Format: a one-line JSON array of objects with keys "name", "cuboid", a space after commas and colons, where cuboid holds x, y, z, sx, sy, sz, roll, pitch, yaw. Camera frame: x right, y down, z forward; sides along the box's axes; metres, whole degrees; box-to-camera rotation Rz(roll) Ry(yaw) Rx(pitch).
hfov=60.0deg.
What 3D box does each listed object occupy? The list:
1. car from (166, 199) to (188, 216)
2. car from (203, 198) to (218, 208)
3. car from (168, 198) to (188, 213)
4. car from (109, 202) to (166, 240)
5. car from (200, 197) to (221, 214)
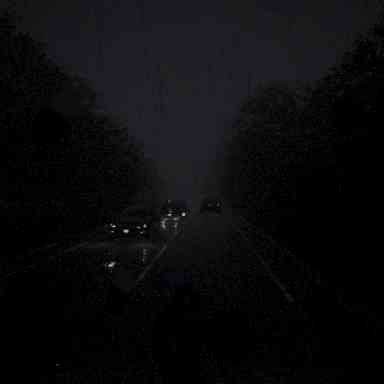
[{"name": "car", "cuboid": [-1.789, 1.471, 32.069, 2.128, 1.511, 4.902, 1, 0, 3]}, {"name": "car", "cuboid": [2.601, 1.525, 47.254, 1.994, 1.385, 4.181, 1, 0, 4]}, {"name": "car", "cuboid": [-1.502, 1.479, 37.261, 1.812, 1.442, 4.674, 1, 0, 3]}, {"name": "car", "cuboid": [-2.726, 1.457, 16.884, 1.837, 1.490, 4.892, 1, 0, 3]}, {"name": "car", "cuboid": [1.920, 1.326, 34.584, 2.097, 1.767, 4.553, 1, 0, 4]}]
